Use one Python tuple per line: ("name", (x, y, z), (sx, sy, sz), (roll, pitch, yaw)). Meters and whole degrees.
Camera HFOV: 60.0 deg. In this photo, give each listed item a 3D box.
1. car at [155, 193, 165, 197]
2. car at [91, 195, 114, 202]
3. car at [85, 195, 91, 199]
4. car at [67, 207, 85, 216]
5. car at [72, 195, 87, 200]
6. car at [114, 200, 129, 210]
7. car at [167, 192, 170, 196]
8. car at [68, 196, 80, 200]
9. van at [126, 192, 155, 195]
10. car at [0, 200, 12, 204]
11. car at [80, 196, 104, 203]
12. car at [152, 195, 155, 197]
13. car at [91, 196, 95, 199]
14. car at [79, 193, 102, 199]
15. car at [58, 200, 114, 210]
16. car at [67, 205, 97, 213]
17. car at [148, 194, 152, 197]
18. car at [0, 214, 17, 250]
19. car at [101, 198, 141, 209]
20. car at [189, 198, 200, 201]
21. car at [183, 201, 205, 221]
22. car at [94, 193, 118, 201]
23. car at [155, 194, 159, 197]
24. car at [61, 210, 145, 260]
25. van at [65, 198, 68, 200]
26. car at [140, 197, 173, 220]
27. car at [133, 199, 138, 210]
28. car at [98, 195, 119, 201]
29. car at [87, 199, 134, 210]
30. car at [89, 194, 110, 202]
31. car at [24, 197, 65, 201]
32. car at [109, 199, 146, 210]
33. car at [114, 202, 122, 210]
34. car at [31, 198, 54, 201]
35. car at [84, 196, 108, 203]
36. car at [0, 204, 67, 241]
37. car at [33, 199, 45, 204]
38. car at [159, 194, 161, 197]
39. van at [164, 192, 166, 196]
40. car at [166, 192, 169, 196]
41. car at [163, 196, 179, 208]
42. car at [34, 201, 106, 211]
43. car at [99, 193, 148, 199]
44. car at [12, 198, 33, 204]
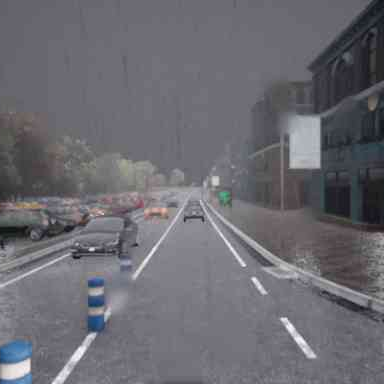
("car", (-9.012, 1.561, 71.359), (5.366, 1.575, 1.946), (-1, 1, 1))
("car", (-22.150, 1.597, 82.628), (5.008, 1.535, 2.097), (-1, 1, 1))
("car", (-22.379, 1.851, 63.137), (4.892, 1.521, 2.231), (-1, 1, 1))
("car", (-9.755, 1.938, 21.239), (4.792, 1.488, 2.163), (-1, -1, 1))
("car", (-22.410, 1.885, 60.352), (5.008, 1.535, 2.097), (-1, 1, 1))
("car", (-9.613, 1.971, 35.171), (5.008, 1.535, 2.097), (-1, 0, 1))
("car", (-8.973, 1.218, 88.056), (4.553, 1.767, 2.185), (-1, 1, 1))
("car", (-22.439, 1.959, 57.568), (4.674, 1.452, 2.002), (-1, 1, 1))
("van", (-9.446, 1.483, 60.228), (4.442, 1.987, 1.878), (-1, 1, 1))
("car", (-22.731, 1.898, 35.155), (5.566, 2.045, 2.435), (-1, 0, 1))
("car", (-22.245, 1.748, 74.276), (4.674, 1.452, 2.002), (-1, 1, 1))
("car", (-9.365, 1.743, 57.446), (4.892, 1.521, 2.231), (-1, 1, 1))
("car", (-22.368, 1.845, 65.920), (4.792, 1.488, 2.163), (-1, 1, 1))
("car", (-22.283, 1.529, 68.703), (5.566, 2.045, 2.435), (-1, 1, 1))
("car", (-9.718, 1.847, 29.595), (4.553, 1.767, 2.185), (-1, 0, 1))
("car", (-9.780, 1.968, 24.027), (4.792, 1.488, 2.163), (-1, 0, 1))
("car", (-9.363, 1.650, 54.536), (4.553, 1.767, 2.185), (-1, 1, 1))
("car", (-9.856, 1.798, 12.870), (4.792, 1.488, 2.163), (-1, -1, 1))
("car", (-9.518, 1.948, 43.532), (4.674, 1.452, 2.002), (-1, 1, 1))
("car", (0.247, 1.674, 49.421), (2.128, 1.511, 4.902), (-1, 1, 0))
("car", (0.171, 1.834, 30.225), (2.033, 1.411, 5.357), (-1, 0, 0))
("car", (-22.088, 1.307, 85.410), (5.566, 2.045, 2.435), (-1, 1, 1))
("car", (-9.299, 1.672, 63.012), (5.008, 1.535, 2.097), (-1, 1, 1))
("car", (-3.325, 1.697, 13.472), (1.837, 1.490, 4.892), (-1, -1, 0))
("van", (-22.389, 1.758, 51.995), (4.442, 1.987, 1.878), (-1, 1, 1))
("car", (-3.270, 1.689, 31.700), (2.097, 1.767, 4.553), (-1, 0, 0))
("car", (-9.524, 1.966, 40.747), (4.792, 1.488, 2.163), (-1, 1, 1))
("car", (-22.087, 1.522, 88.198), (4.892, 1.521, 2.231), (-1, 1, 1))
("car", (-9.581, 1.958, 37.960), (5.008, 1.535, 2.097), (-1, 0, 1))
("car", (-22.147, 1.509, 79.841), (4.553, 1.767, 2.185), (-1, 1, 1))
("car", (-22.510, 1.768, 49.210), (5.566, 2.045, 2.435), (-1, 1, 1))
("car", (-9.451, 1.841, 49.097), (5.008, 1.535, 2.097), (-1, 1, 1))
("car", (-9.654, 2.016, 32.382), (4.674, 1.452, 2.002), (-1, 0, 1))
("car", (-22.752, 2.052, 46.431), (5.366, 1.575, 1.946), (-1, 1, 1))
("car", (-22.205, 1.672, 77.059), (5.008, 1.535, 2.097), (-1, 1, 1))
("car", (-9.788, 1.745, 18.454), (4.553, 1.767, 2.185), (-1, -1, 1))
("car", (-22.596, 2.087, 43.521), (5.008, 1.535, 2.097), (-1, 1, 1))
("car", (-9.256, 1.638, 65.795), (5.008, 1.535, 2.097), (-1, 1, 1))
("van", (-9.019, 1.268, 76.860), (4.442, 1.987, 1.878), (-1, 1, 1))
("car", (-9.037, 1.422, 85.276), (4.674, 1.452, 2.002), (-1, 1, 1))
("car", (-3.089, 1.753, 52.412), (2.033, 1.411, 5.357), (-1, 1, 0))
("car", (-9.751, 1.835, 26.815), (4.553, 1.767, 2.185), (-1, 0, 1))
("car", (-9.521, 1.624, 46.312), (5.566, 2.045, 2.435), (-1, 1, 1))
("car", (-22.666, 1.991, 40.735), (4.553, 1.767, 2.185), (-1, 0, 1))
